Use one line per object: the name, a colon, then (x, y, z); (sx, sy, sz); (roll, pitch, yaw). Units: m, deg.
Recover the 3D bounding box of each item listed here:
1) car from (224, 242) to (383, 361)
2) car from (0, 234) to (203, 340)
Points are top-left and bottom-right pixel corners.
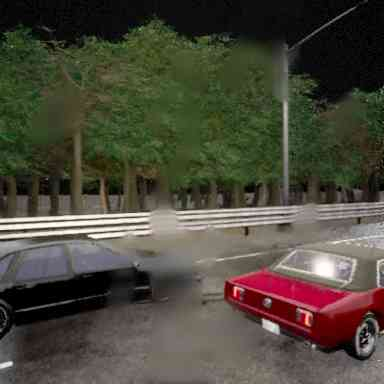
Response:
car: (2.932, 1.584, 5.908); (4.718, 1.301, 1.895); (0, 0, -35)
car: (-2.387, 1.538, 6.312); (5.357, 1.411, 2.033); (0, 0, -35)
